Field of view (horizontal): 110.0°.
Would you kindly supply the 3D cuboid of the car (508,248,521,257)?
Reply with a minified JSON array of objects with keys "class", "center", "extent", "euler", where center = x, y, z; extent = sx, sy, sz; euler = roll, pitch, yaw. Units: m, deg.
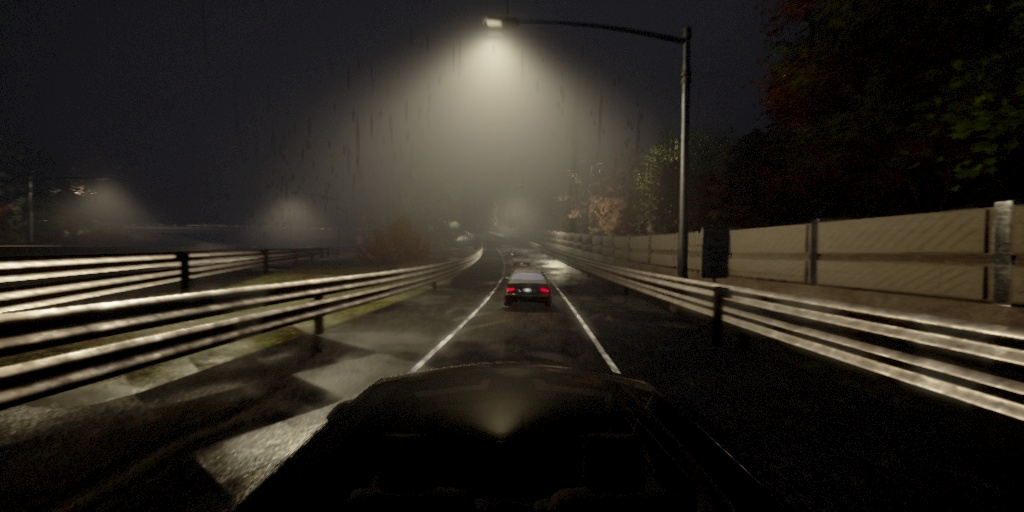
[{"class":"car","center":[0.445,-0.421,51.092],"extent":[1.895,1.301,4.718],"euler":[1,5,-4]}]

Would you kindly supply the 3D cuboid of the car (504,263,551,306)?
[{"class":"car","center":[0.670,1.247,15.447],"extent":[2.033,1.411,5.357],"euler":[1,1,2]}]

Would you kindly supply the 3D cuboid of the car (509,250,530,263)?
[{"class":"car","center":[0.935,0.388,39.767],"extent":[1.895,1.301,4.718],"euler":[1,3,-2]}]
